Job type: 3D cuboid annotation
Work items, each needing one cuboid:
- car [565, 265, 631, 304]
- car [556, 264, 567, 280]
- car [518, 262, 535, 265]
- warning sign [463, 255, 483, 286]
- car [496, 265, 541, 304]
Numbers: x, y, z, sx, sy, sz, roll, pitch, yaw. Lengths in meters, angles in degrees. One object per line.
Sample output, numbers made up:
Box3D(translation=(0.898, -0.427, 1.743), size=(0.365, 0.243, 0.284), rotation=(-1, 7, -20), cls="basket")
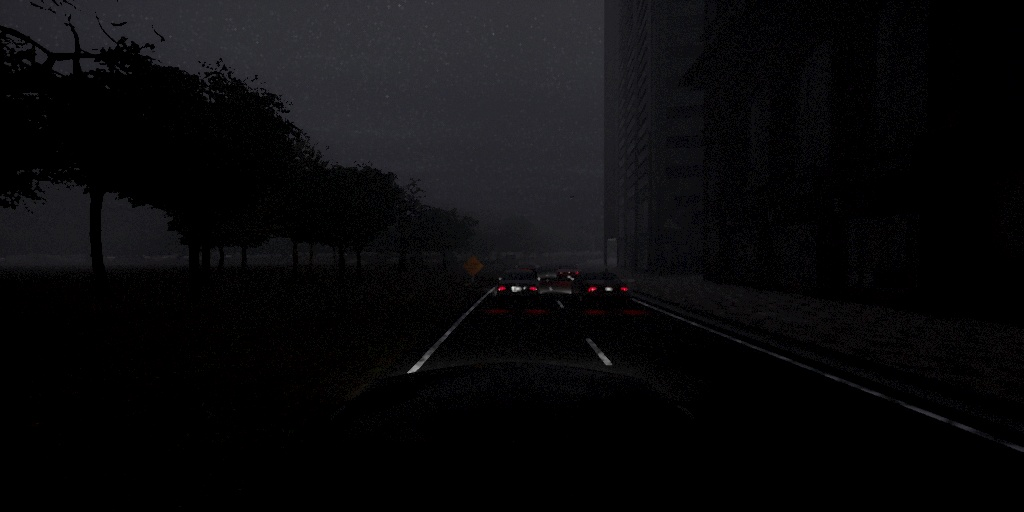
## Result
Box3D(translation=(3.824, 1.327, 16.262), size=(2.033, 1.411, 5.357), rotation=(0, 0, 3), cls="car")
Box3D(translation=(4.797, 1.382, 31.028), size=(1.895, 1.301, 4.718), rotation=(0, 0, 5), cls="car")
Box3D(translation=(1.308, 1.248, 31.304), size=(1.882, 1.535, 5.008), rotation=(0, 0, 5), cls="car")
Box3D(translation=(-2.421, 0.880, 22.264), size=(1.300, 1.860, 1.060), rotation=(0, 0, 3), cls="warning sign")
Box3D(translation=(0.327, 1.326, 16.416), size=(2.033, 1.411, 5.357), rotation=(0, 0, 3), cls="car")
